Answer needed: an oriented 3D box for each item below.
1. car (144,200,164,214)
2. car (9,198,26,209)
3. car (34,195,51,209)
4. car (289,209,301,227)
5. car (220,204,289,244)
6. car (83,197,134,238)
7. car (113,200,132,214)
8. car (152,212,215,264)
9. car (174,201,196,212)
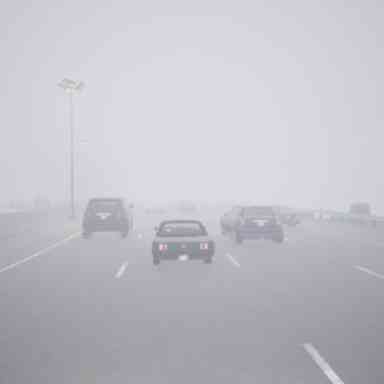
[{"bbox_3d":[-4.303,1.637,37.541,1.812,1.442,4.674,0,0,-13],"label":"car"},{"bbox_3d":[-26.711,1.748,51.068,2.128,1.511,4.902,0,0,-19],"label":"car"},{"bbox_3d":[-23.267,1.463,51.899,2.150,2.045,5.566,0,0,-19],"label":"car"},{"bbox_3d":[5.510,1.574,22.636,2.033,1.411,5.357,0,0,-8],"label":"car"},{"bbox_3d":[2.707,1.376,16.135,2.097,1.767,4.553,0,0,-5],"label":"car"},{"bbox_3d":[-4.474,1.289,18.274,2.150,2.045,5.566,0,0,-7],"label":"car"},{"bbox_3d":[-8.044,1.696,38.167,1.994,1.385,4.181,0,0,-13],"label":"car"},{"bbox_3d":[-0.413,1.632,11.939,1.895,1.301,4.718,0,0,-4],"label":"car"},{"bbox_3d":[-0.854,1.660,38.095,1.994,1.385,4.181,0,0,-13],"label":"car"}]
